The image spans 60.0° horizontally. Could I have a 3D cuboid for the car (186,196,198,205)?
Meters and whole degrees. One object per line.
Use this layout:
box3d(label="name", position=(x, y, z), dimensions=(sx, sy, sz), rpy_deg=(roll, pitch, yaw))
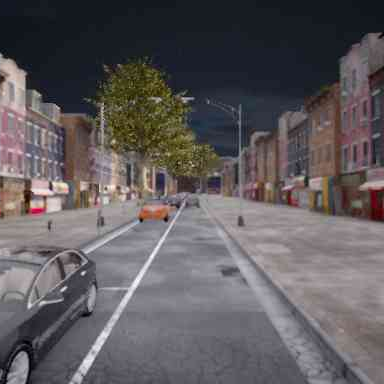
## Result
box3d(label="car", position=(0.012, 1.362, 56.414), dimensions=(1.994, 1.385, 4.181), rpy_deg=(0, 0, 0))

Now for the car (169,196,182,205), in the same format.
box3d(label="car", position=(-2.609, 1.350, 54.630), dimensions=(1.887, 1.381, 4.507), rpy_deg=(2, 0, 0))

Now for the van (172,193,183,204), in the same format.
box3d(label="van", position=(-2.603, 1.123, 60.165), dimensions=(1.690, 1.788, 3.998), rpy_deg=(2, 0, 0))

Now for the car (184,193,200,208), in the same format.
box3d(label="car", position=(0.061, 1.338, 44.933), dimensions=(2.128, 1.511, 4.902), rpy_deg=(0, 0, 0))

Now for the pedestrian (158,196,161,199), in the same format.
box3d(label="pedestrian", position=(-2.746, 1.211, 28.435), dimensions=(0.375, 1.860, 0.375), rpy_deg=(-2, -1, 0))

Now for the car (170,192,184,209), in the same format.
box3d(label="car", position=(-2.604, 1.167, 43.559), dimensions=(2.192, 1.841, 5.009), rpy_deg=(2, 0, 0))

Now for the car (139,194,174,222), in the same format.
box3d(label="car", position=(-2.746, 1.281, 25.604), dimensions=(2.097, 1.767, 4.553), rpy_deg=(0, 0, 0))

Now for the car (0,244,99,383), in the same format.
box3d(label="car", position=(-2.619, 1.545, 4.808), dimensions=(2.008, 1.369, 4.403), rpy_deg=(1, 0, 0))
